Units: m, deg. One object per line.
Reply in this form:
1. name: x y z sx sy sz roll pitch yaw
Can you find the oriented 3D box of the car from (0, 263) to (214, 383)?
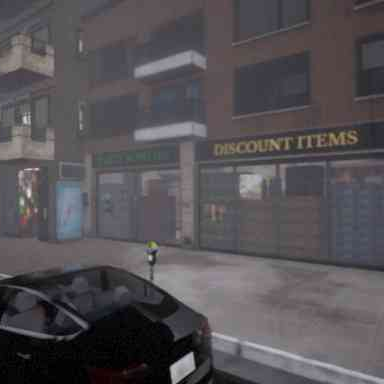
1. car: -1.771 1.600 4.134 4.313 1.339 1.947 -1 0 36
